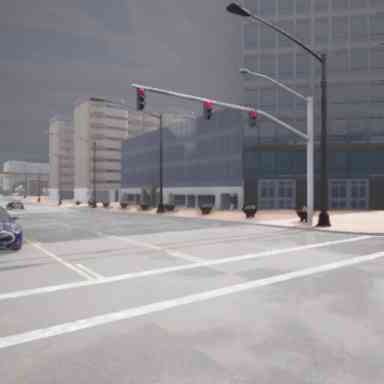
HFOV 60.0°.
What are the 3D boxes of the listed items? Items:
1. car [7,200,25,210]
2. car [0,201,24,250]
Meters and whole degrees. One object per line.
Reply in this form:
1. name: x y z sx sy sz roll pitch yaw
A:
1. car: -28.255 2.086 53.284 1.994 1.385 4.181 0 -1 -36
2. car: -8.397 1.403 13.642 2.097 1.767 4.553 0 0 -36
